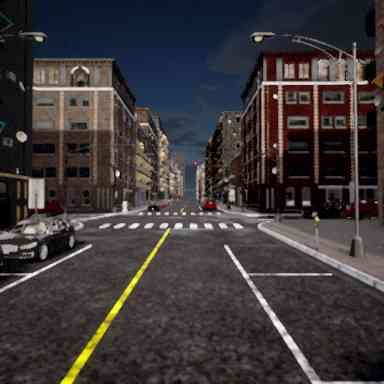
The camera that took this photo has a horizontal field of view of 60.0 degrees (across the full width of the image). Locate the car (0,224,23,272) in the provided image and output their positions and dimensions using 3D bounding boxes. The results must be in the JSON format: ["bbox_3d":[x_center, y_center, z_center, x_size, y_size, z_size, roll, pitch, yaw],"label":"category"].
[{"bbox_3d":[-5.799,1.620,7.067,2.008,1.369,4.403,1,-1,0],"label":"car"}]

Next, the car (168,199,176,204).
[{"bbox_3d":[-5.702,2.651,94.707,1.802,1.307,4.206,1,-1,0],"label":"car"}]

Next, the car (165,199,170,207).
[{"bbox_3d":[-5.692,2.196,61.571,1.887,1.381,4.507,1,-1,0],"label":"car"}]

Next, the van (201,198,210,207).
[{"bbox_3d":[2.689,2.059,67.098,1.690,1.788,3.998,1,-1,0],"label":"van"}]

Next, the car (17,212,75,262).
[{"bbox_3d":[-5.809,1.674,12.598,2.008,1.369,4.403,1,-1,0],"label":"car"}]

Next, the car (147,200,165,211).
[{"bbox_3d":[-5.690,2.092,50.523,1.947,1.339,4.313,1,-1,0],"label":"car"}]

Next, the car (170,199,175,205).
[{"bbox_3d":[-5.697,2.406,78.139,2.008,1.369,4.403,1,-1,0],"label":"car"}]

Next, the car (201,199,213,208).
[{"bbox_3d":[2.689,2.092,61.577,1.967,1.590,4.097,1,-1,0],"label":"car"}]

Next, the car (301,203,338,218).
[{"bbox_3d":[13.746,1.919,34.133,4.892,1.490,1.837,-2,-2,0],"label":"car"}]

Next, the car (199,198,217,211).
[{"bbox_3d":[2.694,1.841,50.531,2.192,1.841,5.009,1,-1,0],"label":"car"}]

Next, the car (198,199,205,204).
[{"bbox_3d":[2.679,2.636,94.711,1.947,1.339,4.313,1,-1,0],"label":"car"}]

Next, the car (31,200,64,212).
[{"bbox_3d":[-16.737,1.790,36.880,5.009,1.841,2.192,0,-2,0],"label":"car"}]

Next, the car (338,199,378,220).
[{"bbox_3d":[15.746,1.515,28.449,5.009,1.841,2.192,0,-2,0],"label":"car"}]

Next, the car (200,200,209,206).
[{"bbox_3d":[2.685,2.368,72.618,1.802,1.307,4.206,1,-1,0],"label":"car"}]
